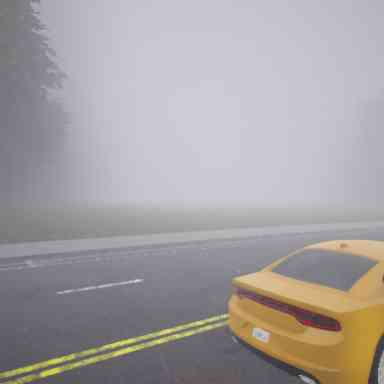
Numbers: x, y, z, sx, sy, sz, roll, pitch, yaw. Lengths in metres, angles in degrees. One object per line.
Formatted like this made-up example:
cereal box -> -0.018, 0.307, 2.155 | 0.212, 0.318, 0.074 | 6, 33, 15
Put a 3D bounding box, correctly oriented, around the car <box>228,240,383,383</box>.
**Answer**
car -> 2.853, 1.509, 5.204 | 5.008, 1.535, 1.882 | 0, 0, -34
